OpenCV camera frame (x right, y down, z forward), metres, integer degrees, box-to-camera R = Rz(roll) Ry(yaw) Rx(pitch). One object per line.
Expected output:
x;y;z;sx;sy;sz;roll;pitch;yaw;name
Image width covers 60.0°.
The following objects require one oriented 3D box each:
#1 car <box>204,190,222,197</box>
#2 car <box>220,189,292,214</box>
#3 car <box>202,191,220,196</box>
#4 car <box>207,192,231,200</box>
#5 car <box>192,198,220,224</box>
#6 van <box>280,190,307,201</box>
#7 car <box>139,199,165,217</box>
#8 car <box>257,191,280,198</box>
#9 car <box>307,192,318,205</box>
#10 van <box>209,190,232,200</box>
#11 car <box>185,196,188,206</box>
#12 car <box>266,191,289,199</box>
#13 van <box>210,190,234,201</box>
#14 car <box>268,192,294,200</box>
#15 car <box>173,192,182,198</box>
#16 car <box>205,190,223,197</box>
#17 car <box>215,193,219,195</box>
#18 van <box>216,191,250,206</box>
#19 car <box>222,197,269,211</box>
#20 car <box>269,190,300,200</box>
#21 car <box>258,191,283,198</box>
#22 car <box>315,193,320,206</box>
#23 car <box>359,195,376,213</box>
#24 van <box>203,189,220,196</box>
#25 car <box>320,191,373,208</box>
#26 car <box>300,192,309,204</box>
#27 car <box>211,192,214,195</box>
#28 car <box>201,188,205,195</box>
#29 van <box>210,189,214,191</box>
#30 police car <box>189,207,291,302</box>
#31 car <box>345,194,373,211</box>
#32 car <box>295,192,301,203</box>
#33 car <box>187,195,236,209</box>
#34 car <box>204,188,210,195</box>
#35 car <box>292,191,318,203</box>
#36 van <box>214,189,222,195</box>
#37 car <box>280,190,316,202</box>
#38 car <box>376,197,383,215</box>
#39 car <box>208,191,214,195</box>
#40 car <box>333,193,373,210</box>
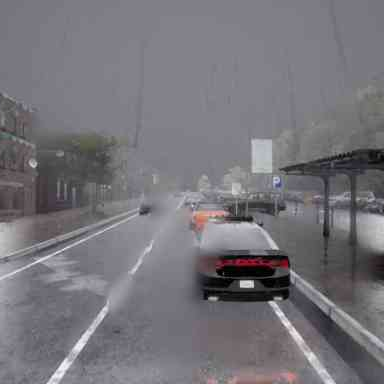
5.454;0.381;86.118;4.553;1.767;2.185;0;1;0;car
5.647;1.032;30.048;5.566;2.045;2.435;0;1;0;car
5.452;0.365;94.529;5.008;1.535;2.097;0;1;0;car
5.536;0.791;69.303;4.892;1.521;2.231;0;1;0;car
0.926;1.303;24.526;1.801;1.575;5.366;0;1;0;car
18.766;0.697;61.500;4.442;1.987;1.878;0;1;0;van
-3.408;1.351;29.289;2.033;1.411;5.357;0;1;0;car
18.589;0.597;80.930;4.892;1.521;2.231;0;1;0;car
18.700;1.149;44.844;5.008;1.535;2.097;0;1;0;car
5.669;0.611;66.497;4.442;1.987;1.878;0;1;0;van
-0.059;1.214;46.852;1.895;1.301;4.718;0;1;1;car
18.642;0.610;72.603;4.553;1.767;2.185;0;1;0;car
5.678;0.658;63.694;4.442;1.987;1.878;0;1;0;van
18.592;0.812;69.828;4.792;1.488;2.163;0;1;0;car
-3.410;0.700;79.773;1.994;1.385;4.181;0;1;0;car
5.464;0.429;83.315;4.553;1.767;2.185;0;1;0;car
5.632;1.182;41.264;5.008;1.535;2.097;0;1;0;car
5.735;0.900;46.870;4.442;1.987;1.878;0;1;0;van
5.659;1.273;35.658;4.674;1.452;2.002;0;1;0;car
18.659;0.578;67.049;5.566;2.045;2.435;0;1;0;car
18.407;0.639;78.153;5.366;1.575;1.946;0;1;0;car
18.708;1.177;42.066;4.892;1.521;2.231;0;1;0;car
18.758;1.277;30.965;4.892;1.521;2.231;0;1;0;car
5.350;0.187;91.722;4.442;1.987;1.878;0;1;0;van
18.695;0.950;39.290;5.566;2.045;2.435;0;1;0;car
18.880;1.116;47.622;5.366;1.575;1.946;0;1;0;car
5.638;1.125;49.676;4.792;1.488;2.163;0;1;0;car
5.486;0.397;77.708;5.566;2.045;2.435;0;1;0;car
5.697;0.752;58.090;4.442;1.987;1.878;0;1;0;van
0.958;1.401;8.428;1.930;1.638;5.238;0;0;0;police car
18.748;1.251;33.740;5.008;1.535;2.097;0;1;0;car
18.657;1.119;50.393;4.792;1.488;2.163;0;1;0;car
0.938;1.254;18.297;2.097;1.767;4.553;0;1;0;car
5.543;0.680;60.889;5.566;2.045;2.435;0;1;0;car
18.706;1.080;53.176;4.792;1.488;2.163;0;1;0;car
5.511;0.930;44.068;4.442;1.987;1.878;0;1;0;van
18.687;0.718;58.723;5.566;2.045;2.435;0;1;0;car
18.790;1.330;28.190;4.792;1.488;2.163;0;1;0;car
5.596;1.020;55.286;4.892;1.521;2.231;0;1;0;car
18.738;1.226;36.516;5.008;1.535;2.097;0;1;0;car
